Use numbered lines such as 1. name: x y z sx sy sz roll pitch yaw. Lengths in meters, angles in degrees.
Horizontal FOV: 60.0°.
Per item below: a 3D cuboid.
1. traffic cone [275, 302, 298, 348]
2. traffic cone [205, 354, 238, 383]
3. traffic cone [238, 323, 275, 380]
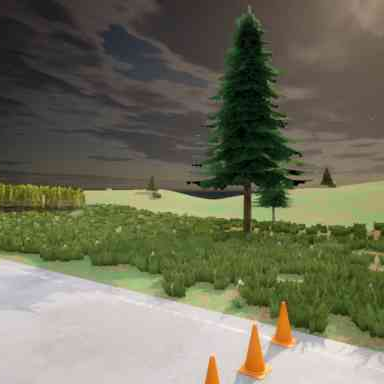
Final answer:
1. traffic cone: 1.378 1.955 5.007 0.340 0.580 0.340 0 0 36
2. traffic cone: 0.209 1.955 3.385 0.340 0.580 0.340 0 0 36
3. traffic cone: 0.793 1.955 4.196 0.340 0.580 0.340 0 0 36
